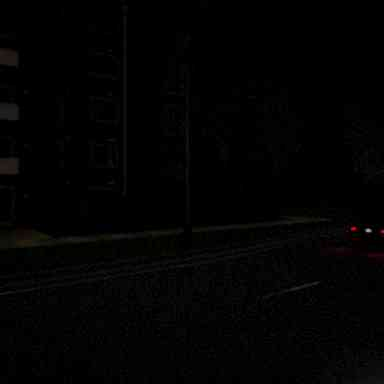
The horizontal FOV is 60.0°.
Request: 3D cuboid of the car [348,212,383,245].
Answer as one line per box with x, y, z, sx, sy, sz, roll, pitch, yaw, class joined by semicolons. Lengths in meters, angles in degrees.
8.901;1.545;14.391;5.357;1.411;2.033;0;0;-35;car
